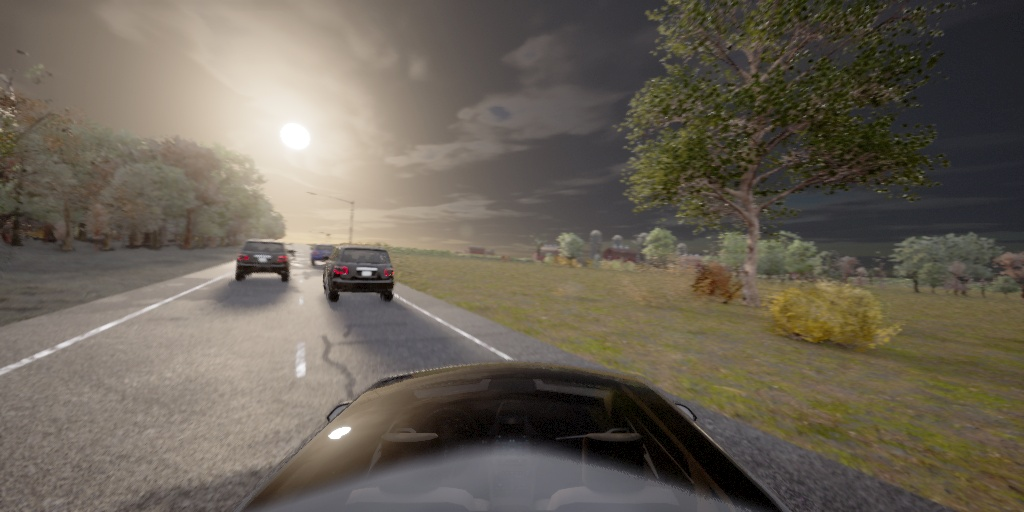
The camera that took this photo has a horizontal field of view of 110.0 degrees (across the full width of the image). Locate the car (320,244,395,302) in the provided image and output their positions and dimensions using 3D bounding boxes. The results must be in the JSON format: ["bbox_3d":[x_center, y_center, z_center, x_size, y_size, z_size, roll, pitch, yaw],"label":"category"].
[{"bbox_3d":[-6.279,0.596,14.474,2.150,2.045,5.566,4,0,-30],"label":"car"}]

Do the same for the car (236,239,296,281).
[{"bbox_3d":[-13.084,0.175,19.181,2.150,2.045,5.566,4,0,-30],"label":"car"}]

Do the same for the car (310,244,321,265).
[{"bbox_3d":[-18.803,-0.159,35.866,2.150,2.045,5.566,4,0,-30],"label":"car"}]
